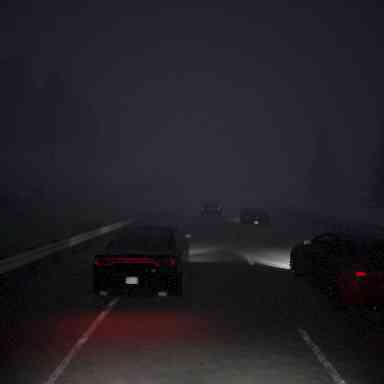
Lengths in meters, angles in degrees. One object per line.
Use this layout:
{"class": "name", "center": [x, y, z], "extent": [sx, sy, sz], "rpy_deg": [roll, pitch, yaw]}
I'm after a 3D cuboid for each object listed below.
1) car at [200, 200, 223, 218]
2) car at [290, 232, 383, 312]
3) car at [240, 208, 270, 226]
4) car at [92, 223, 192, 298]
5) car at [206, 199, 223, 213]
{"class": "car", "center": [2.042, 1.718, 34.915], "extent": [2.097, 1.767, 4.553], "rpy_deg": [0, -1, 6]}
{"class": "car", "center": [3.776, 1.650, 7.972], "extent": [1.994, 1.385, 4.181], "rpy_deg": [0, -1, 2]}
{"class": "car", "center": [4.735, 1.872, 25.725], "extent": [1.895, 1.301, 4.718], "rpy_deg": [0, -1, 5]}
{"class": "car", "center": [-1.078, 1.571, 8.845], "extent": [1.882, 1.535, 5.008], "rpy_deg": [0, -1, 2]}
{"class": "car", "center": [3.064, 1.825, 45.078], "extent": [2.097, 1.767, 4.553], "rpy_deg": [0, -1, 7]}
